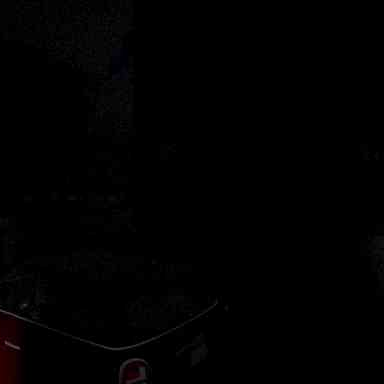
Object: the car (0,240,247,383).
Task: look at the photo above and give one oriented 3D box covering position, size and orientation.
[{"bbox_3d":[-1.519,1.440,4.027,4.097,1.590,1.967,0,0,35],"label":"car"}]
